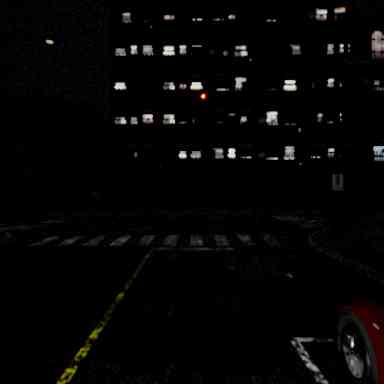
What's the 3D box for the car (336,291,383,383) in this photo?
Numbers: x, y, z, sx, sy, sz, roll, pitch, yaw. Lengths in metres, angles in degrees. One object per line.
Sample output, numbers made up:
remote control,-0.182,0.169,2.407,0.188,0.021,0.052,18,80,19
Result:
car,2.758,1.409,2.546,1.967,1.590,4.097,1,1,0
